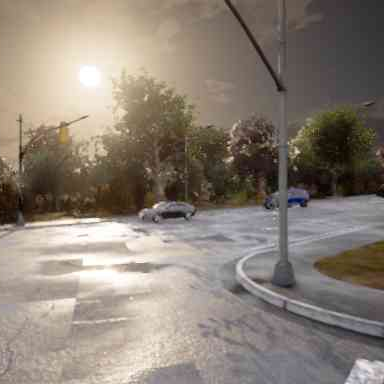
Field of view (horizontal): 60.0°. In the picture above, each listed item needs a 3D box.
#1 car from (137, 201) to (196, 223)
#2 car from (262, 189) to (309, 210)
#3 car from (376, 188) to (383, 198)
[{"bbox_3d":[-1.890,1.508,25.761,4.902,1.511,2.128,-1,1,-40],"label":"car"},{"bbox_3d":[9.887,0.757,34.805,5.566,2.045,2.150,-3,1,-34],"label":"car"},{"bbox_3d":[26.678,-0.115,44.264,5.008,1.535,1.882,-4,1,-25],"label":"car"}]
